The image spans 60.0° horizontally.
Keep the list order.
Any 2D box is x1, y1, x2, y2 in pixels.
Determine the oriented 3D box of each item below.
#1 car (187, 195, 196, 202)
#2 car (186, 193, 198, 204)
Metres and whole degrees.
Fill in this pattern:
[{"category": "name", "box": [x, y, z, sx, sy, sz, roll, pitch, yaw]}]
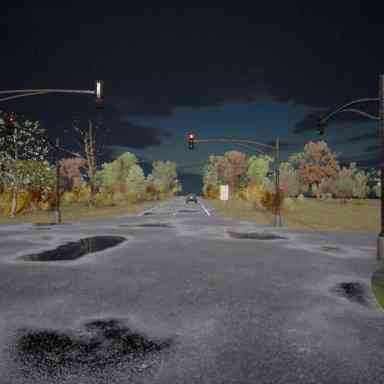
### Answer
[{"category": "car", "box": [-0.055, 1.464, 77.963, 2.033, 1.411, 5.357, 0, 0, 0]}, {"category": "car", "box": [-0.047, 1.292, 67.572, 2.150, 2.045, 5.566, 0, 0, 0]}]
